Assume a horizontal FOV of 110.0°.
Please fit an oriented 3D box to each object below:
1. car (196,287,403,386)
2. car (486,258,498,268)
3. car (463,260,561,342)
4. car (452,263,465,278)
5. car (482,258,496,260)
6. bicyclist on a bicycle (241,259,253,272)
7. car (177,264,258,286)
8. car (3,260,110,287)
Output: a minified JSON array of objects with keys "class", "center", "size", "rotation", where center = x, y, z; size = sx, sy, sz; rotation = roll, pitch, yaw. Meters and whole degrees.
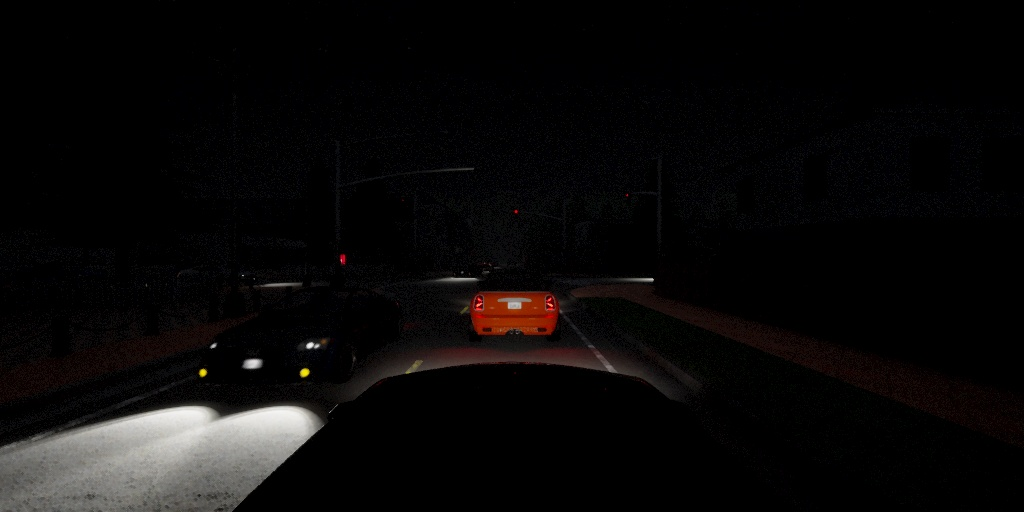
[{"class":"car","center":[-3.603,1.314,6.975],"size":[1.994,1.385,4.181],"rotation":[0,0,0]},{"class":"car","center":[-3.597,1.228,64.419],"size":[1.882,1.535,5.008],"rotation":[0,0,0]},{"class":"car","center":[0.066,1.102,9.970],"size":[2.097,1.767,4.553],"rotation":[0,0,0]},{"class":"car","center":[-4.153,1.315,34.221],"size":[1.994,1.385,4.181],"rotation":[0,0,10]},{"class":"car","center":[-3.628,1.103,49.244],"size":[2.097,1.767,4.553],"rotation":[0,0,0]},{"class":"bicyclist on a bicycle","center":[-23.577,1.066,31.814],"size":[0.582,1.620,1.656],"rotation":[0,0,-2]},{"class":"car","center":[-20.012,1.291,24.456],"size":[4.674,1.442,1.812],"rotation":[0,0,-2]},{"class":"car","center":[-30.191,1.243,24.139],"size":[5.008,1.535,1.882],"rotation":[0,0,-1]}]
